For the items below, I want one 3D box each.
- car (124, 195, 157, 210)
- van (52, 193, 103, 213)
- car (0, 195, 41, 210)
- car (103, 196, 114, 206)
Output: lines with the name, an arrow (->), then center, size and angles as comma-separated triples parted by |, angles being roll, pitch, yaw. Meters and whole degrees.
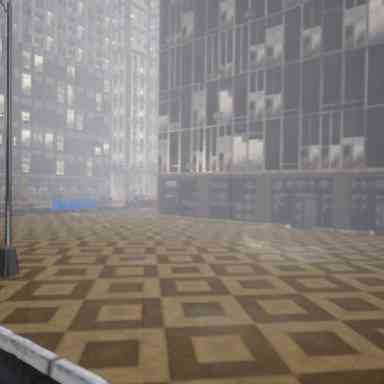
car -> -5.322, 1.073, 36.076 | 1.967, 1.590, 4.097 | 1, 1, 38
van -> -10.279, 0.966, 29.443 | 1.690, 1.788, 3.998 | 1, 1, 38
car -> -17.672, 1.012, 33.153 | 1.752, 1.417, 4.829 | 1, 1, 38
car -> -11.570, 1.083, 40.880 | 1.802, 1.307, 4.206 | 1, 1, 38
